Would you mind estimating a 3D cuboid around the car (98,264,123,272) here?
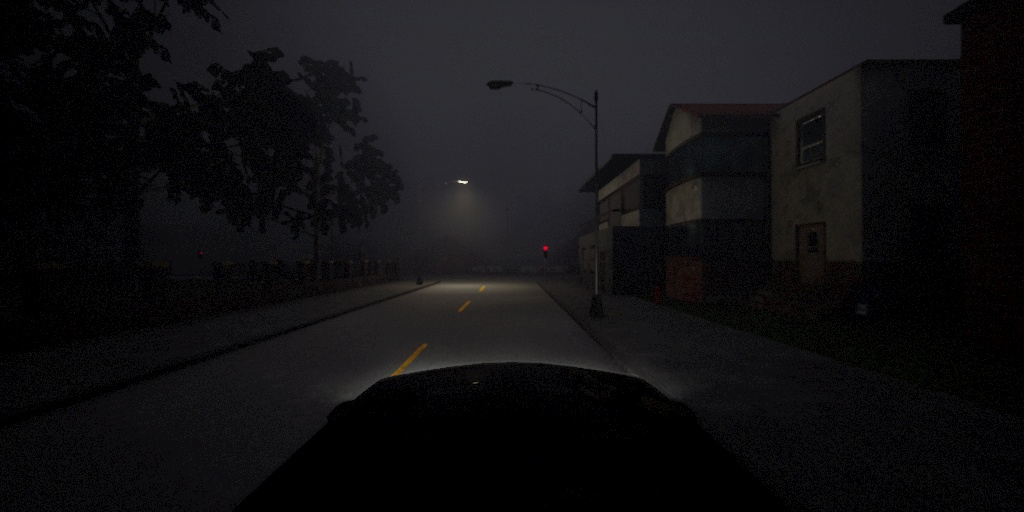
[{"bbox_3d":[-40.932,1.583,38.147,4.902,1.511,2.128,0,-1,0],"label":"car"}]
